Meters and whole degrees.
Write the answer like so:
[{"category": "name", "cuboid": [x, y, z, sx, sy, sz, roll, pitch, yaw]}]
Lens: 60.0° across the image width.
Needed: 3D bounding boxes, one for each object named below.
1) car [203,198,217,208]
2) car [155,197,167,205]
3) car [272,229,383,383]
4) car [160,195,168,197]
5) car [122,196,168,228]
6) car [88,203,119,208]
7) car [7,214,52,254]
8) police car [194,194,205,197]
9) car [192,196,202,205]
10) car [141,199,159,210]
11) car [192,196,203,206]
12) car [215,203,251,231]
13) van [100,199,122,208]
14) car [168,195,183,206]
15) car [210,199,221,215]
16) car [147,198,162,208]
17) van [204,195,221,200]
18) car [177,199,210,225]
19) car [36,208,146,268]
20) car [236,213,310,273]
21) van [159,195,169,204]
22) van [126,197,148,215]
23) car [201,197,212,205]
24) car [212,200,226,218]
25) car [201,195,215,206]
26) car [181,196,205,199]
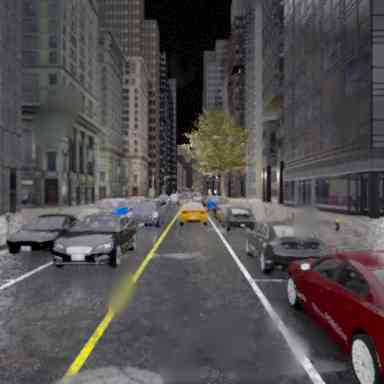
[{"category": "car", "cuboid": [2.766, 1.651, 52.095, 2.008, 1.369, 4.403, 0, 0, 0]}, {"category": "car", "cuboid": [-5.758, 1.692, 62.443, 1.947, 1.339, 4.313, 0, 0, 0]}, {"category": "car", "cuboid": [2.762, 1.553, 5.044, 1.887, 1.381, 4.507, 0, 0, 0]}, {"category": "car", "cuboid": [-5.758, 1.657, 57.030, 1.887, 1.381, 4.507, 0, 0, 0]}, {"category": "car", "cuboid": [-3.040, 1.392, 22.441, 2.097, 1.767, 4.553, 0, 0, 0]}, {"category": "car", "cuboid": [-5.762, 1.558, 18.967, 1.752, 1.417, 4.829, 0, 0, 0]}, {"category": "car", "cuboid": [-5.762, 1.589, 13.723, 1.947, 1.339, 4.313, 0, 0, 0]}, {"category": "police car", "cuboid": [0.905, 1.517, 48.344, 1.930, 1.638, 5.238, 0, 0, 0]}, {"category": "car", "cuboid": [0.907, 1.635, 64.234, 1.837, 1.490, 4.892, 0, 0, 0]}, {"category": "car", "cuboid": [-5.759, 1.638, 46.203, 2.008, 1.369, 4.403, 0, 0, 0]}, {"category": "car", "cuboid": [0.907, 1.571, 58.424, 1.801, 1.575, 5.366, 0, 0, 0]}, {"category": "car", "cuboid": [2.763, 1.586, 20.361, 2.008, 1.369, 4.403, 0, 0, 0]}, {"category": "van", "cuboid": [-5.762, 1.384, 24.550, 1.690, 1.788, 3.998, 0, 0, 0]}, {"category": "car", "cuboid": [-3.044, 1.638, 57.396, 1.812, 1.442, 4.674, 0, 0, 1]}, {"category": "car", "cuboid": [2.764, 1.621, 30.940, 1.947, 1.339, 4.313, 0, 0, 0]}, {"category": "car", "cuboid": [-5.758, 1.682, 51.616, 1.802, 1.307, 4.206, 0, 0, 0]}, {"category": "van", "cuboid": [2.765, 1.418, 41.517, 1.690, 1.788, 3.998, 0, 0, 0]}, {"category": "car", "cuboid": [0.101, 1.521, 24.498, 1.882, 1.535, 5.008, 0, 0, 0]}, {"category": "car", "cuboid": [-3.090, 1.511, 11.480, 2.128, 1.511, 4.902, 0, 0, 0]}, {"category": "car", "cuboid": [2.763, 1.568, 10.489, 2.008, 1.369, 4.403, 0, 0, 0]}, {"category": "van", "cuboid": [-5.758, 1.480, 67.856, 1.690, 1.788, 3.998, 0, 0, 0]}, {"category": "van", "cuboid": [-5.761, 1.406, 35.377, 1.690, 1.788, 3.998, 0, 0, 0]}, {"category": "car", "cuboid": [2.767, 1.670, 62.673, 1.887, 1.381, 4.507, 0, 0, 0]}, {"category": "car", "cuboid": [2.764, 1.571, 25.820, 1.752, 1.417, 4.829, 0, 0, 0]}, {"category": "car", "cuboid": [2.766, 1.428, 57.384, 2.192, 1.841, 5.009, 0, 0, 0]}, {"category": "car", "cuboid": [0.054, 1.560, 37.626, 2.128, 1.511, 4.902, 0, 0, 0]}]
